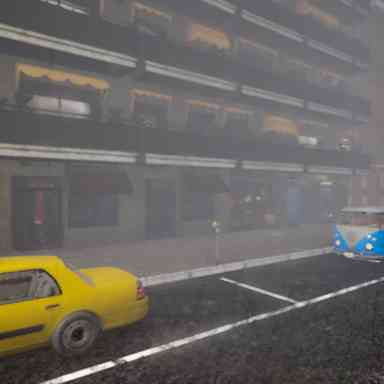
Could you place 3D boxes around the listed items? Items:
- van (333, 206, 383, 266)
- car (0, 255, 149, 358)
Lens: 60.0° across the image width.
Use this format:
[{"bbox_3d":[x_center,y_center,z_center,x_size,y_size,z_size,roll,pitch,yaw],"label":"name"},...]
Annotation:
[{"bbox_3d":[6.390,1.355,11.123,3.998,1.788,1.690,0,0,-36],"label":"van"},{"bbox_3d":[-2.965,1.526,4.446,4.829,1.417,1.752,0,0,-36],"label":"car"}]
